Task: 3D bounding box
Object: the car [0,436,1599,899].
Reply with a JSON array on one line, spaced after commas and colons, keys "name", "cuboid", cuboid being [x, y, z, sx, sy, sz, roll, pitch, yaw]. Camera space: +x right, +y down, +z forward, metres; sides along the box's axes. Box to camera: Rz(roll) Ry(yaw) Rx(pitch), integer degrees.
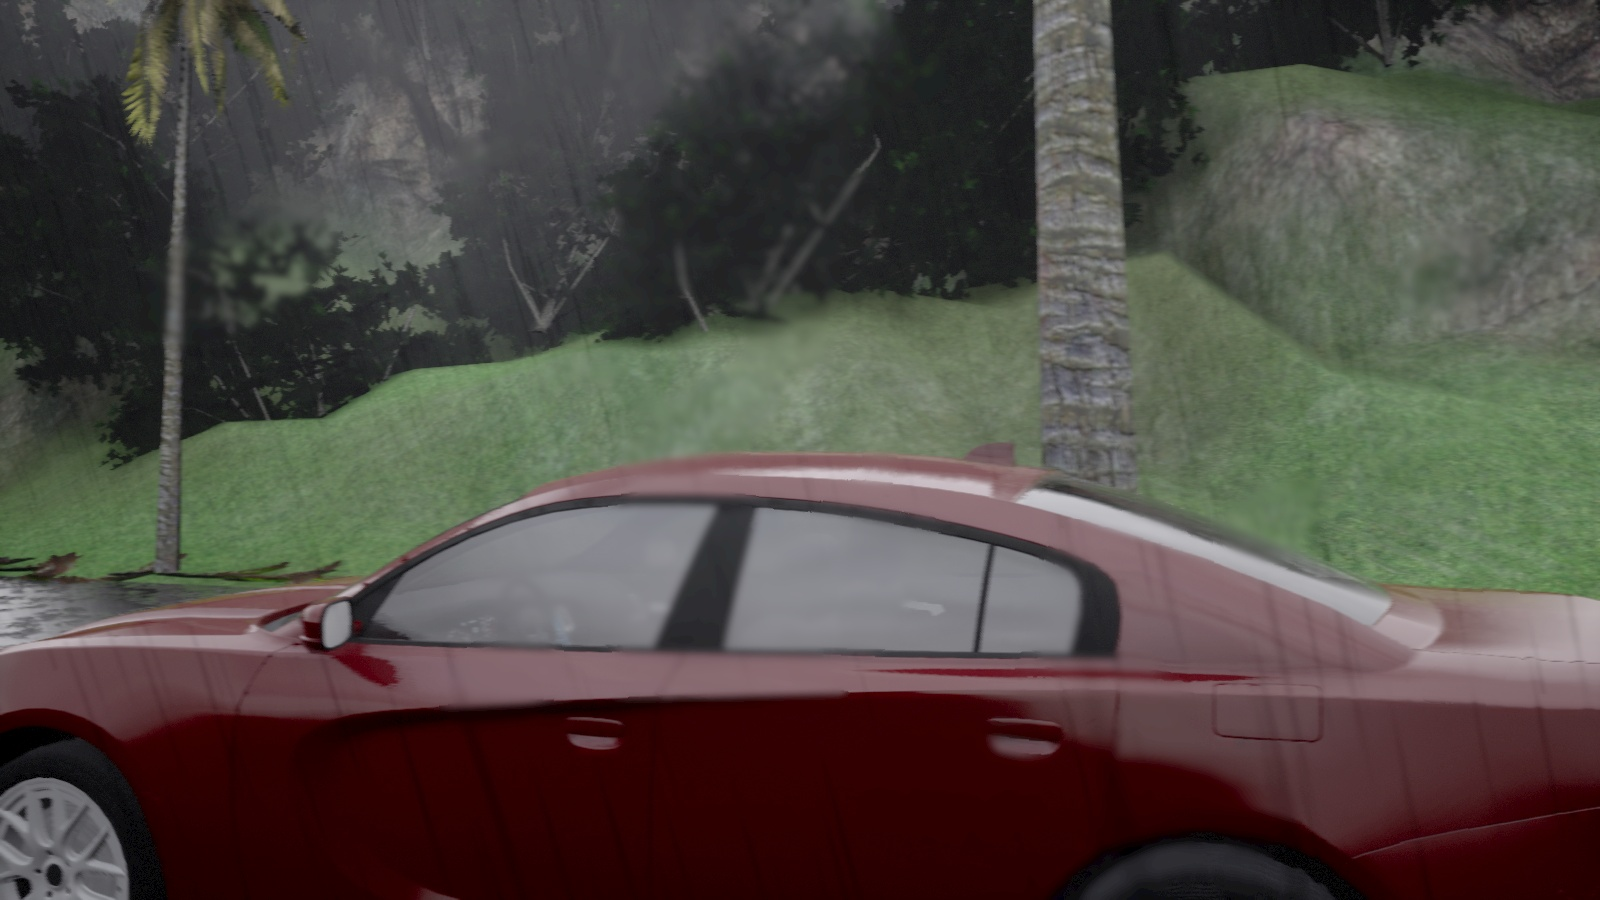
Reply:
[{"name": "car", "cuboid": [-0.398, 0.741, 3.856, 5.008, 1.535, 1.882, 1, 1, 19]}]
